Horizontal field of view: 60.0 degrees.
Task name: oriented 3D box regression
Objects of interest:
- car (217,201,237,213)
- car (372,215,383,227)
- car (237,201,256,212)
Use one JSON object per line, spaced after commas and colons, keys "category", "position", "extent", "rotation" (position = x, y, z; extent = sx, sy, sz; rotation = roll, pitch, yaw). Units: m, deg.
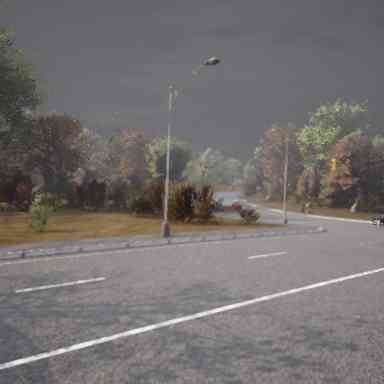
{"category": "car", "position": [3.790, 2.129, 46.352], "extent": [2.033, 1.411, 5.357], "rotation": [3, 0, -18]}
{"category": "car", "position": [17.891, 2.453, 28.872], "extent": [2.128, 1.511, 4.902], "rotation": [3, -2, -9]}
{"category": "car", "position": [7.309, 2.109, 47.038], "extent": [2.097, 1.767, 4.553], "rotation": [3, 0, -18]}
